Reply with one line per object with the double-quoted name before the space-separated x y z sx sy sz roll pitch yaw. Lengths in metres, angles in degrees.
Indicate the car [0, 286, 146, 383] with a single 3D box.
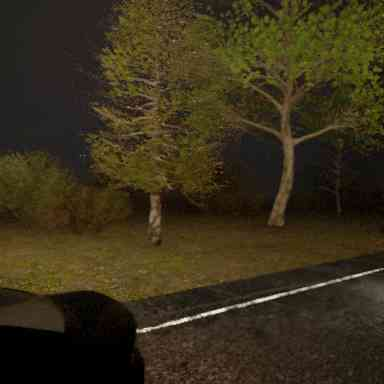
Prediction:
"car" -2.731 1.467 2.038 5.008 1.535 1.882 0 0 -36
